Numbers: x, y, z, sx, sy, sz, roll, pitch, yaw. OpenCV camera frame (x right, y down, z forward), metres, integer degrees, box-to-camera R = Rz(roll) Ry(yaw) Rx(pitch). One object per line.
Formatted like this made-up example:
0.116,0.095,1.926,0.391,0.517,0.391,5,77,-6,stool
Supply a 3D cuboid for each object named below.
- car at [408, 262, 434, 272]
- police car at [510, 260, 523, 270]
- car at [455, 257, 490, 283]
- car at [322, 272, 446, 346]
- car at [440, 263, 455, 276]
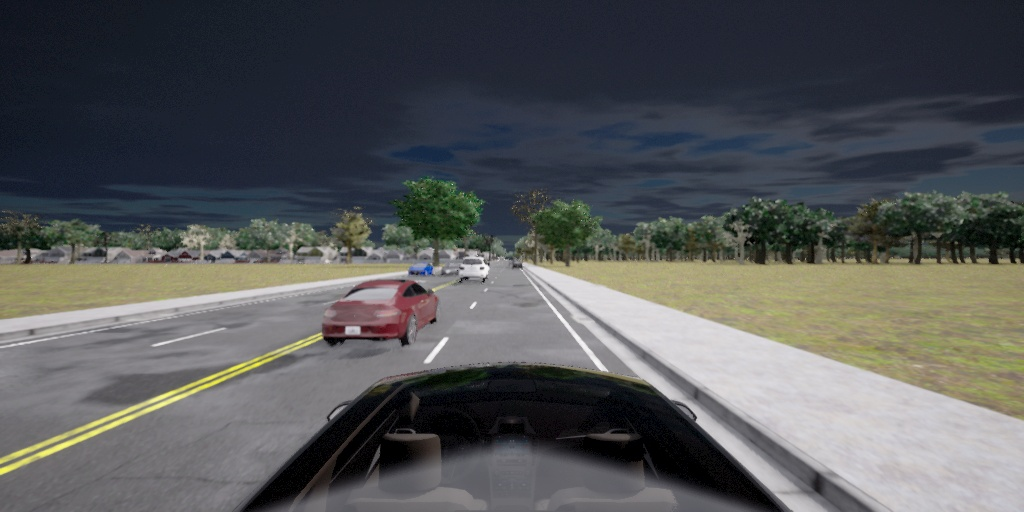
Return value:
-9.831,1.460,39.016,1.882,1.535,5.008,0,0,0,car
0.989,1.602,65.483,1.930,1.638,5.238,0,0,0,police car
-3.141,1.144,30.646,2.150,2.045,5.566,0,0,0,car
-3.148,1.320,9.400,1.812,1.442,4.674,0,0,0,car
-6.581,1.477,39.425,2.128,1.511,4.902,0,0,0,car
